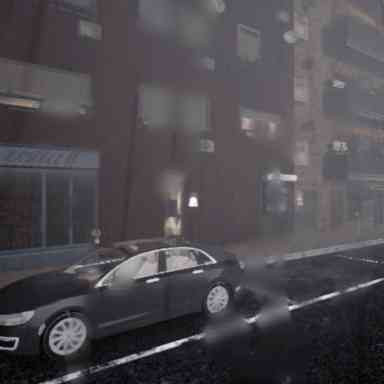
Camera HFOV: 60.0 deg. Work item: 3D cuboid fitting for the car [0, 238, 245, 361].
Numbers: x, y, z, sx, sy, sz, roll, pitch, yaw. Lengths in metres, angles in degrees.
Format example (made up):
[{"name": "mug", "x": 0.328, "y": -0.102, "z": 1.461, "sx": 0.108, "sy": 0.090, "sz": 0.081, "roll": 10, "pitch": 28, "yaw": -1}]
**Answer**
[{"name": "car", "x": -1.024, "y": 1.555, "z": 5.833, "sx": 4.403, "sy": 1.369, "sz": 2.008, "roll": 0, "pitch": 0, "yaw": -35}]
